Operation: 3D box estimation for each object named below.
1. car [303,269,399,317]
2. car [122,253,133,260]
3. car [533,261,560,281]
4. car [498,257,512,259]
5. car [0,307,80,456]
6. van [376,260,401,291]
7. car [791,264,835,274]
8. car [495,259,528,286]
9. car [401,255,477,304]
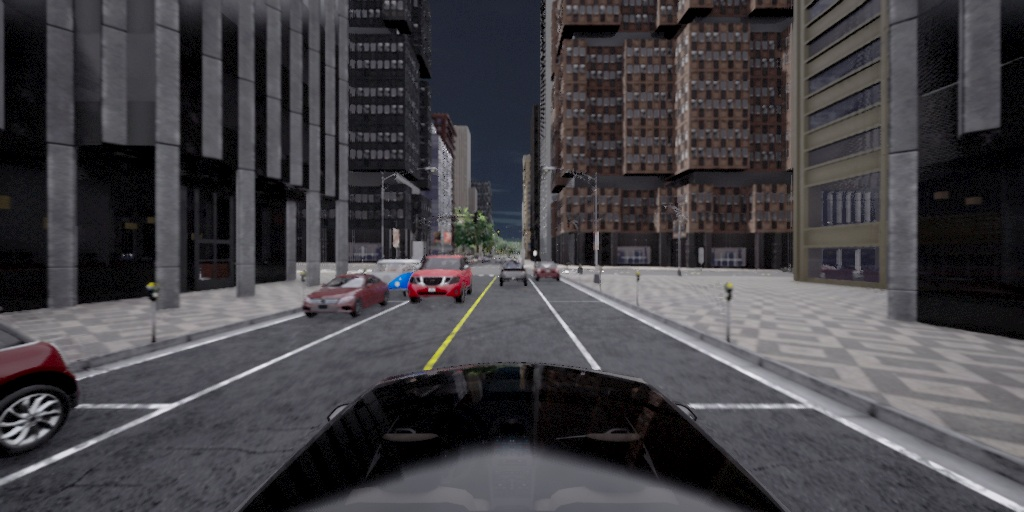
[{"bbox_3d":[-5.763,1.313,13.021,1.802,1.307,4.207,0,0,0],"label":"car"},{"bbox_3d":[-48.635,0.504,42.458,5.008,1.535,1.882,1,0,0],"label":"car"},{"bbox_3d":[2.763,1.151,29.347,1.967,1.591,4.097,0,0,0],"label":"car"},{"bbox_3d":[-0.271,1.201,39.961,1.837,1.490,4.892,1,0,-5],"label":"car"},{"bbox_3d":[-5.763,1.188,2.142,1.967,1.591,4.097,0,0,0],"label":"car"},{"bbox_3d":[-5.763,1.065,18.463,1.690,1.789,3.998,0,0,0],"label":"van"},{"bbox_3d":[41.975,1.845,49.527,4.674,1.442,1.812,1,0,0],"label":"car"},{"bbox_3d":[0.097,1.207,24.921,2.128,1.511,4.902,0,0,0],"label":"car"},{"bbox_3d":[-3.096,0.949,16.630,2.150,2.045,5.566,0,0,0],"label":"car"}]
